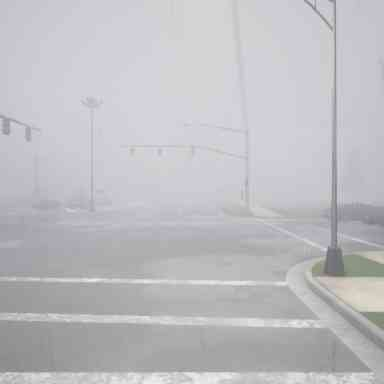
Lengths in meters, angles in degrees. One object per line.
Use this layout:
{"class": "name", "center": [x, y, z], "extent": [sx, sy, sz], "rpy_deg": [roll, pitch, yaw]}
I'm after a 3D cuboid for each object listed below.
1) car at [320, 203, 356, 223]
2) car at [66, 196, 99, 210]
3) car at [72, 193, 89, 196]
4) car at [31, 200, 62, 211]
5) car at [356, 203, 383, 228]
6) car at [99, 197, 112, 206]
{"class": "car", "center": [12.553, 1.547, 24.998], "extent": [5.357, 1.411, 2.033], "rpy_deg": [0, 0, 0]}
{"class": "car", "center": [-14.485, 1.548, 43.872], "extent": [2.033, 1.411, 5.357], "rpy_deg": [0, 0, 1]}
{"class": "car", "center": [-17.864, 1.222, 52.568], "extent": [2.150, 2.045, 5.566], "rpy_deg": [0, 0, 1]}
{"class": "car", "center": [-18.036, 1.601, 41.352], "extent": [1.895, 1.301, 4.718], "rpy_deg": [0, 0, 1]}
{"class": "car", "center": [13.335, 1.564, 21.493], "extent": [4.181, 1.385, 1.994], "rpy_deg": [0, 0, 0]}
{"class": "car", "center": [-14.340, 1.526, 53.956], "extent": [1.812, 1.442, 4.674], "rpy_deg": [0, 0, 2]}
